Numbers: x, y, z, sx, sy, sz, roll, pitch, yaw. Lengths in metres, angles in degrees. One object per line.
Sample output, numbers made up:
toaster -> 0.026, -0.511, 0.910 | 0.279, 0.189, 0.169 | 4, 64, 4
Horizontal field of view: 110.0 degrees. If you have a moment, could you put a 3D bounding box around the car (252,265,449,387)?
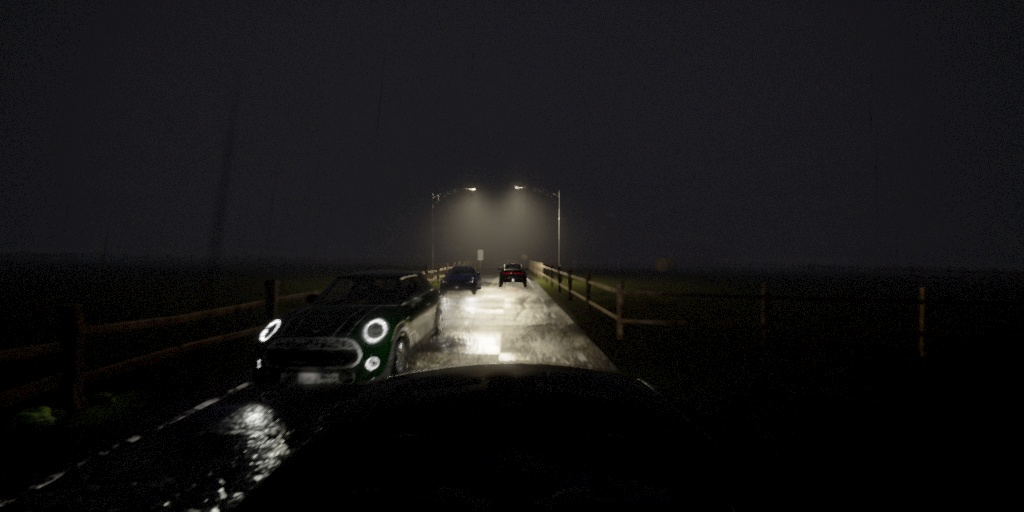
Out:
car -> -2.804, 1.104, 7.224 | 2.097, 1.767, 4.553 | 0, 0, 0

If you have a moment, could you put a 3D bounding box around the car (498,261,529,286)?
car -> 0.080, 1.269, 25.263 | 1.837, 1.490, 4.892 | 0, 0, 0

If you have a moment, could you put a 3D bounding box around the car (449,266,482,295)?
car -> -2.752, 1.285, 20.207 | 1.812, 1.442, 4.674 | 0, 0, 0
